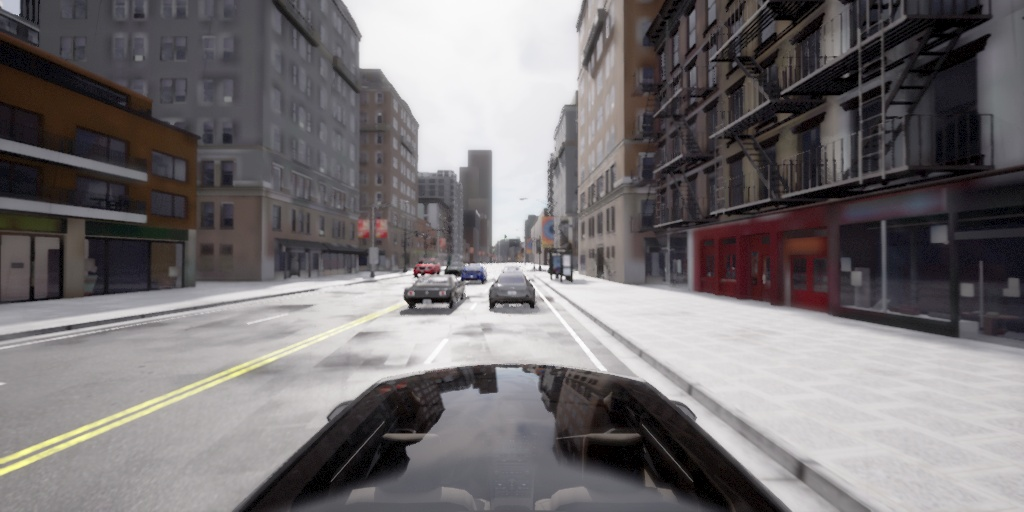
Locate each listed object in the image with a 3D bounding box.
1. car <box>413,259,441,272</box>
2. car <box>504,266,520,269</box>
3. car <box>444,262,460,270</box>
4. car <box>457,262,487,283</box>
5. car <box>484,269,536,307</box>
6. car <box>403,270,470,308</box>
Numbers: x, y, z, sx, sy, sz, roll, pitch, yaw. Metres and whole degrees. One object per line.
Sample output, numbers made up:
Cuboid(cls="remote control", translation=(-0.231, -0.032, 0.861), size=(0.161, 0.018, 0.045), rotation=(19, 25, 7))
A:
Cuboid(cls="car", translation=(-9.734, 1.341, 41.541), size=(2.150, 2.045, 5.566), rotation=(0, -1, 0))
Cuboid(cls="car", translation=(0.013, 1.574, 30.835), size=(2.033, 1.411, 5.357), rotation=(0, -1, 0))
Cuboid(cls="car", translation=(-6.485, 1.485, 41.519), size=(2.097, 1.767, 4.553), rotation=(0, 0, 0))
Cuboid(cls="car", translation=(-3.232, 1.510, 31.322), size=(1.882, 1.535, 5.008), rotation=(0, 0, 0))
Cuboid(cls="car", translation=(0.011, 1.450, 16.206), size=(1.994, 1.385, 4.181), rotation=(0, 0, 0))
Cuboid(cls="car", translation=(-3.242, 1.484, 15.954), size=(1.895, 1.301, 4.718), rotation=(0, 0, 0))
